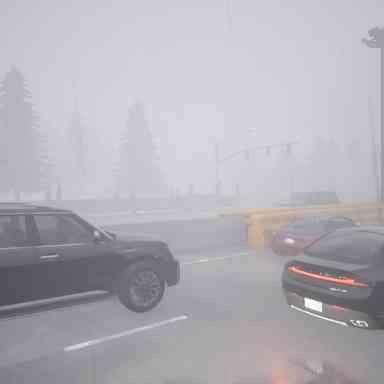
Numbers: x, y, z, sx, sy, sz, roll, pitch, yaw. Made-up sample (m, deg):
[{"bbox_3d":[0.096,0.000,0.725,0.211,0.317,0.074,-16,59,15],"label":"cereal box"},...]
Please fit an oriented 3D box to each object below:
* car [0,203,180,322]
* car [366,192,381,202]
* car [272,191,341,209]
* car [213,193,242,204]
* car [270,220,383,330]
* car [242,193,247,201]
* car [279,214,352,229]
[{"bbox_3d":[-2.903,1.217,5.974,5.566,2.045,2.150,0,0,-36],"label":"car"},{"bbox_3d":[26.507,0.793,46.017,4.902,1.511,2.128,-1,1,-16],"label":"car"},{"bbox_3d":[7.776,0.963,22.403,5.566,2.045,2.150,-1,0,-35],"label":"car"},{"bbox_3d":[4.738,1.024,50.124,2.128,1.511,4.902,-1,1,-35],"label":"car"},{"bbox_3d":[3.817,1.434,6.471,4.892,1.490,1.837,-1,1,-35],"label":"car"},{"bbox_3d":[8.383,0.875,63.369,1.837,1.490,4.892,-1,1,-35],"label":"car"},{"bbox_3d":[4.627,1.440,11.339,4.181,1.385,1.994,-1,1,-35],"label":"car"}]
